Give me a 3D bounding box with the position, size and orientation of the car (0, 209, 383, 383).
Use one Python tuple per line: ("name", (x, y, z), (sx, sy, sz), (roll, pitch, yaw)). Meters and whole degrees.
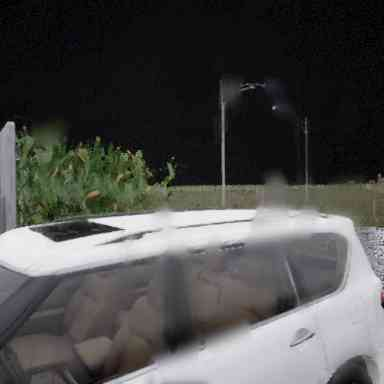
("car", (-0.690, 1.222, 2.456), (5.566, 2.045, 2.150), (-1, 0, -35))
